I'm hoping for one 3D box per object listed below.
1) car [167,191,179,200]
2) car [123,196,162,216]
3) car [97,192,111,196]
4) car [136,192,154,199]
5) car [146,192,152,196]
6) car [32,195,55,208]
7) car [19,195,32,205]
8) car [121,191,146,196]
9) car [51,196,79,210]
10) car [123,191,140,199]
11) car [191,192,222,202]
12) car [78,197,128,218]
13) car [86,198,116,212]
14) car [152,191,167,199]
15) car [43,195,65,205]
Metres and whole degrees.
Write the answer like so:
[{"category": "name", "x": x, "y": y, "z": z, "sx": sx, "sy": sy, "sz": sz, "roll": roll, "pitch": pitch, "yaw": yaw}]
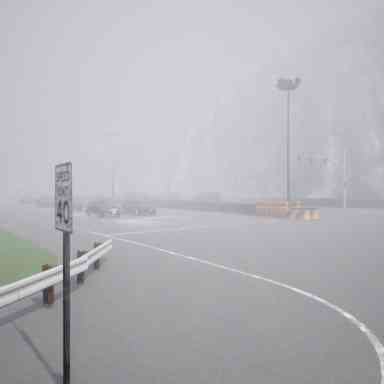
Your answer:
[{"category": "car", "x": -4.931, "y": 0.815, "z": 71.426, "sx": 2.150, "sy": 2.045, "sz": 5.566, "roll": 0, "pitch": 1, "yaw": -38}, {"category": "car", "x": -5.214, "y": 1.430, "z": 31.908, "sx": 1.837, "sy": 1.490, "sz": 4.892, "roll": 0, "pitch": 0, "yaw": -38}, {"category": "car", "x": -19.600, "y": 0.799, "z": 73.138, "sx": 2.097, "sy": 1.767, "sz": 4.553, "roll": 0, "pitch": 1, "yaw": -38}, {"category": "car", "x": -11.332, "y": 0.903, "z": 79.610, "sx": 2.128, "sy": 1.511, "sz": 4.902, "roll": 0, "pitch": 1, "yaw": -38}, {"category": "car", "x": -10.971, "y": 0.820, "z": 67.805, "sx": 2.150, "sy": 2.045, "sz": 5.566, "roll": 0, "pitch": 1, "yaw": -38}, {"category": "car", "x": -19.467, "y": 1.316, "z": 44.414, "sx": 1.837, "sy": 1.490, "sz": 4.892, "roll": 0, "pitch": 1, "yaw": -38}, {"category": "car", "x": -26.129, "y": 1.202, "z": 52.995, "sx": 1.812, "sy": 1.442, "sz": 4.674, "roll": 0, "pitch": 1, "yaw": -37}, {"category": "car", "x": -11.566, "y": 0.877, "z": 63.026, "sx": 2.150, "sy": 2.045, "sz": 5.566, "roll": 0, "pitch": 1, "yaw": -38}, {"category": "car", "x": -13.755, "y": 1.491, "z": 37.104, "sx": 1.895, "sy": 1.301, "sz": 4.718, "roll": 0, "pitch": 0, "yaw": -38}, {"category": "car", "x": -14.068, "y": 0.741, "z": 77.427, "sx": 2.097, "sy": 1.767, "sz": 4.553, "roll": 0, "pitch": 1, "yaw": -38}, {"category": "car", "x": 2.125, "y": 1.058, "z": 51.207, "sx": 2.150, "sy": 2.045, "sz": 5.566, "roll": 0, "pitch": 0, "yaw": -38}, {"category": "car", "x": -8.030, "y": 1.424, "z": 29.826, "sx": 2.128, "sy": 1.511, "sz": 4.902, "roll": 0, "pitch": 0, "yaw": -38}, {"category": "car", "x": -10.693, "y": 1.449, "z": 38.868, "sx": 1.994, "sy": 1.385, "sz": 4.181, "roll": 0, "pitch": 0, "yaw": -38}, {"category": "car", "x": -7.904, "y": 0.951, "z": 69.547, "sx": 2.097, "sy": 1.767, "sz": 4.553, "roll": 0, "pitch": 1, "yaw": -38}, {"category": "car", "x": -22.480, "y": 1.237, "z": 53.994, "sx": 2.033, "sy": 1.411, "sz": 5.357, "roll": 0, "pitch": 1, "yaw": -38}]
